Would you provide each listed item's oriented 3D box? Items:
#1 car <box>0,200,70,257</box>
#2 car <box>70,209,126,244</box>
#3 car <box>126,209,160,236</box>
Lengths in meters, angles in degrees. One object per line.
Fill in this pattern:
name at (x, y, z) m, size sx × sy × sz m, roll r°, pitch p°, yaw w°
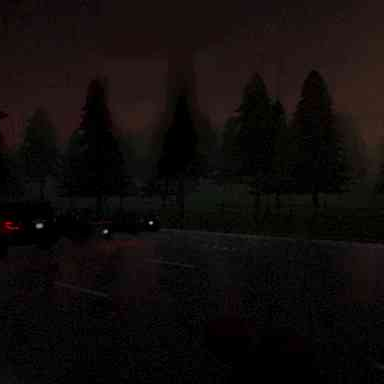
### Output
car at (-7.746, 1.350, 13.702) m, size 5.566 × 2.045 × 2.150 m, roll -1°, pitch 0°, yaw 36°
car at (-5.946, 1.629, 16.721) m, size 4.902 × 1.511 × 2.128 m, roll -1°, pitch 0°, yaw 36°
car at (-3.900, 1.701, 19.562) m, size 4.181 × 1.385 × 1.994 m, roll -1°, pitch 0°, yaw 36°
